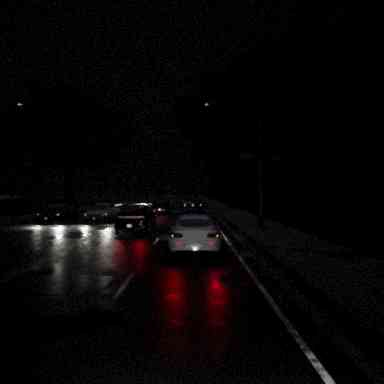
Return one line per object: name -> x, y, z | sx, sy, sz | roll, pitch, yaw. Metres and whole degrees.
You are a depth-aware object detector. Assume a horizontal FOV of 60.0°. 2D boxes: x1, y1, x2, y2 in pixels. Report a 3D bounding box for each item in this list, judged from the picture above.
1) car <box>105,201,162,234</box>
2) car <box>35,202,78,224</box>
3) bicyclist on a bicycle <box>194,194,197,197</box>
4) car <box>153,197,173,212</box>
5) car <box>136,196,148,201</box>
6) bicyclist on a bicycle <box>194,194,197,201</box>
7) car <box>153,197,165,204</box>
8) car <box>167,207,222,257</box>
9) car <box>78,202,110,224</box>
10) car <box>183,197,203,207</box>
car -> -3.153, 1.476, 19.132 | 2.128, 1.511, 4.902 | 0, 0, 0
car -> -9.850, 1.506, 24.732 | 1.812, 1.442, 4.674 | 0, 0, 0
bicyclist on a bicycle -> 0.889, 1.344, 71.054 | 0.659, 1.776, 1.843 | 0, 0, 0
car -> -3.154, 1.478, 34.964 | 1.837, 1.490, 4.892 | 0, 0, 0
car -> -9.767, 1.473, 65.759 | 2.128, 1.511, 4.902 | 0, 0, 0
bicyclist on a bicycle -> 0.889, 1.344, 80.056 | 0.659, 1.776, 1.843 | 0, 0, 0
car -> -6.511, 1.573, 65.703 | 1.895, 1.301, 4.718 | 0, 0, 0
car -> 0.097, 1.515, 12.695 | 1.812, 1.442, 4.674 | 0, 0, 0
car -> -6.600, 1.506, 24.734 | 1.812, 1.442, 4.674 | 0, 0, 0
car -> 0.096, 1.325, 34.582 | 2.097, 1.767, 4.553 | 0, 0, 0
